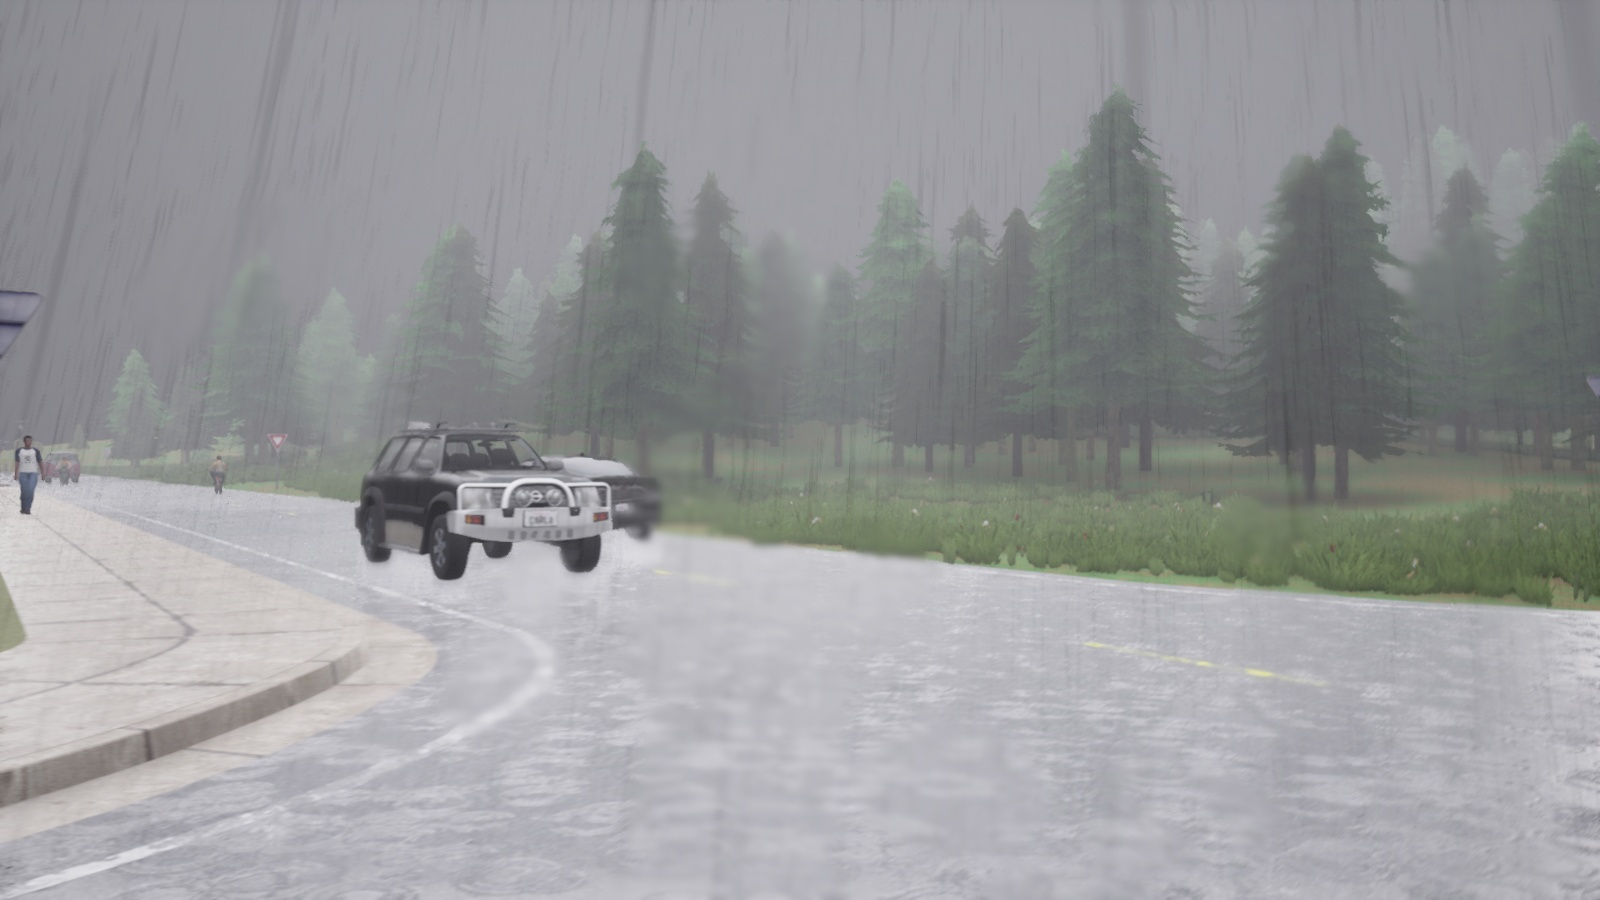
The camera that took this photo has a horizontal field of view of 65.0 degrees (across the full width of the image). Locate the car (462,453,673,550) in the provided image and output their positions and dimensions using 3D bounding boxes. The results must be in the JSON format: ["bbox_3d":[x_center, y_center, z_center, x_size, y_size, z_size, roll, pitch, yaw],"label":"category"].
[{"bbox_3d":[-4.301,0.847,22.497,1.882,1.535,5.008,0,-1,-34],"label":"car"}]

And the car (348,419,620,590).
[{"bbox_3d":[-4.179,0.614,16.024,1.932,1.855,4.605,0,-1,-34],"label":"car"}]

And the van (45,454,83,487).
[{"bbox_3d":[-46.136,1.292,78.640,1.775,1.987,4.442,0,-1,-34],"label":"van"}]

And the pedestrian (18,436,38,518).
[{"bbox_3d":[-17.475,0.606,28.420,0.354,1.836,0.706,0,-1,-34],"label":"pedestrian"}]
